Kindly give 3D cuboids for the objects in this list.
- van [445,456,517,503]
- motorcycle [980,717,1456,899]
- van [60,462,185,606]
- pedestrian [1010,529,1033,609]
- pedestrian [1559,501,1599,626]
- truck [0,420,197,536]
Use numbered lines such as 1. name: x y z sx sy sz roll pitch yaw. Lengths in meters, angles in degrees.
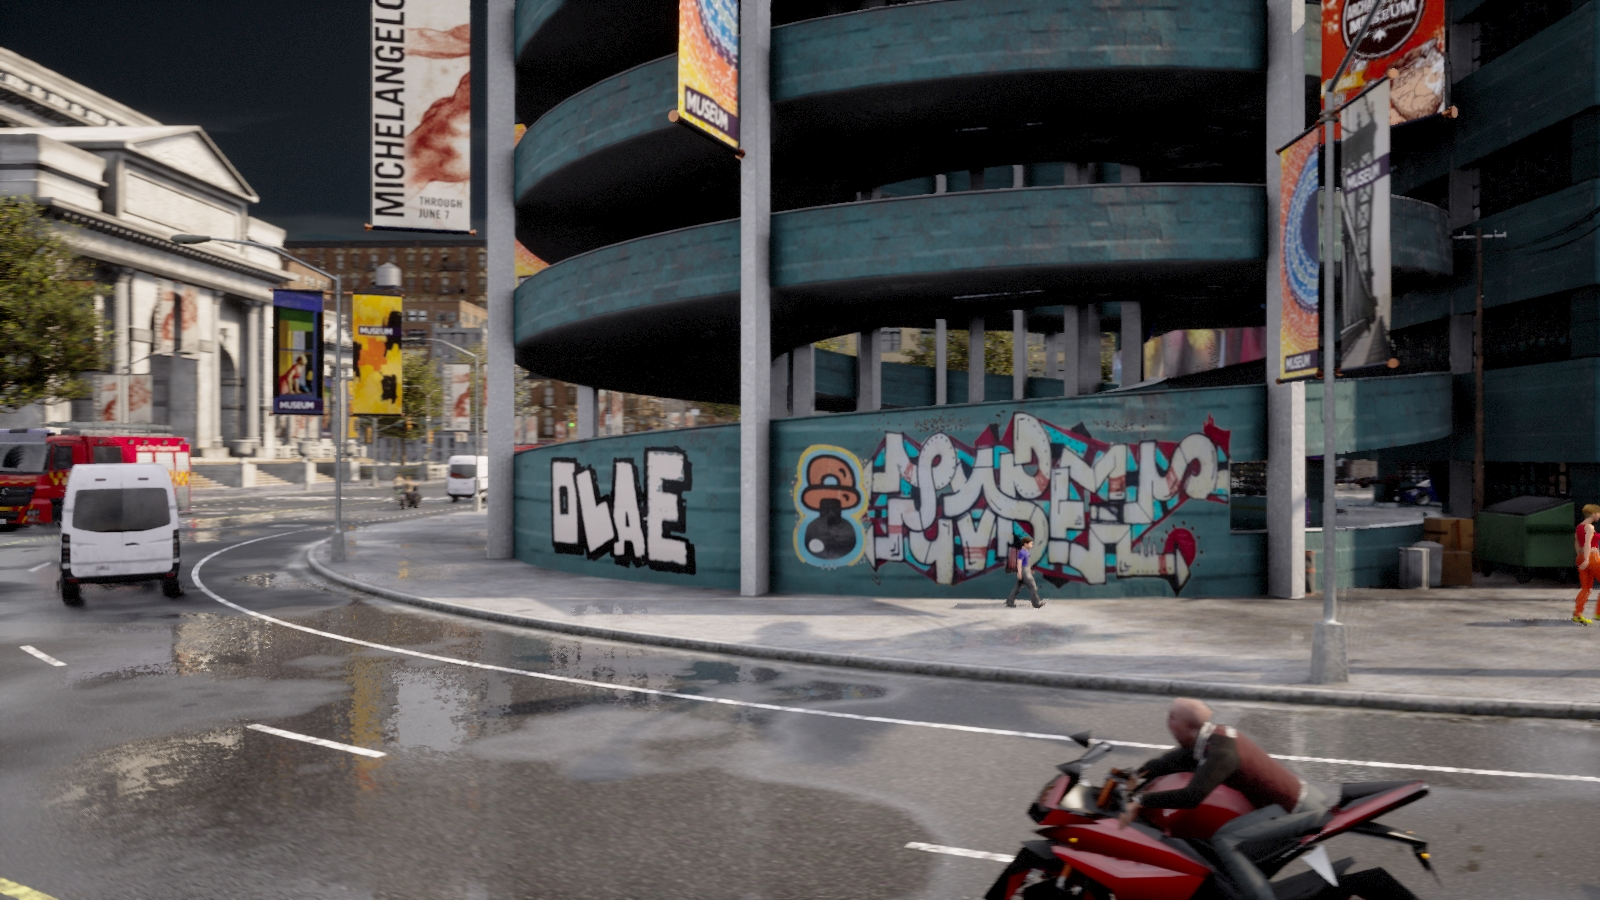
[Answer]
1. van: -18.114 1.614 65.245 1.988 2.561 5.915 0 0 5
2. motorcycle: 2.132 2.215 6.057 2.209 1.251 0.867 0 0 18
3. van: -14.210 1.560 23.811 1.988 2.561 5.915 0 0 -33
4. pedestrian: 3.745 2.005 19.316 0.375 1.300 0.375 0 0 14
5. pedestrian: 11.917 1.726 17.481 0.375 1.860 0.375 0 0 7
6. truck: -26.111 0.935 42.097 2.891 3.827 8.468 0 0 3
